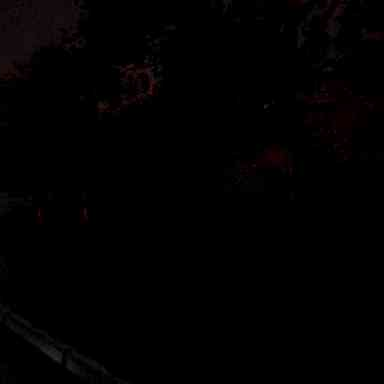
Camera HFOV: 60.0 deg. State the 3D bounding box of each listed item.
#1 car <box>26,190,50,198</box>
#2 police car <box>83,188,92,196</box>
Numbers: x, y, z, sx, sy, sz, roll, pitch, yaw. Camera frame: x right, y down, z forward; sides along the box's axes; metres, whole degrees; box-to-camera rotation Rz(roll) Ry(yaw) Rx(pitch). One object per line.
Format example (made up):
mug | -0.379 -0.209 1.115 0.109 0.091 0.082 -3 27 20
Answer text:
car | -25.800 0.282 55.693 1.882 1.535 5.008 0 2 6
police car | -20.494 -0.041 62.511 1.930 1.638 5.238 0 2 6
